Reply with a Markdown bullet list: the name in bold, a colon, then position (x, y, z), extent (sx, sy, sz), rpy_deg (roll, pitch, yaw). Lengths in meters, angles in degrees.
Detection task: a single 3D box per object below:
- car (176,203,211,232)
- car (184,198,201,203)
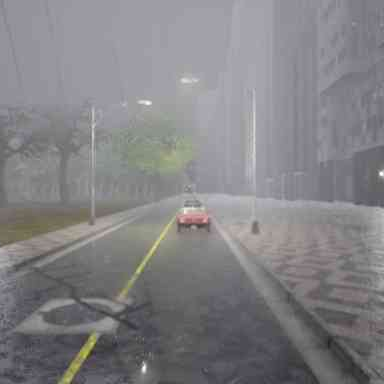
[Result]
- **car**: position (0.101, 1.549, 19.792), extent (1.895, 1.301, 4.718), rpy_deg (0, 0, 0)
- **car**: position (0.101, 1.401, 39.400), extent (2.128, 1.511, 4.902), rpy_deg (0, 0, 0)
